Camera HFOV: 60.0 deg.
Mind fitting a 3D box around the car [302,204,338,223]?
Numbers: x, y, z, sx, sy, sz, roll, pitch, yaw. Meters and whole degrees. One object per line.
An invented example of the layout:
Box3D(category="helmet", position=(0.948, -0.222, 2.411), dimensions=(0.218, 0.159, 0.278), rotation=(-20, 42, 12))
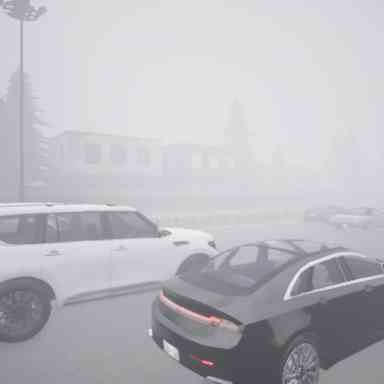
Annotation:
Box3D(category="car", position=(9.761, 1.507, 23.612), dimensions=(4.181, 1.385, 1.994), rotation=(0, 0, -36))

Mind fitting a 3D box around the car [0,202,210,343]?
Box3D(category="car", position=(-1.927, 1.215, 6.673), dimensions=(5.566, 2.045, 2.150), rotation=(0, 0, -36))

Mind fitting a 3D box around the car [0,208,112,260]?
Box3D(category="car", position=(-5.781, 1.471, 12.522), dimensions=(5.008, 1.535, 1.882), rotation=(0, 0, -36))

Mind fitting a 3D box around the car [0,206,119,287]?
Box3D(category="car", position=(-4.562, 1.348, 9.091), dimensions=(4.553, 1.767, 2.097), rotation=(0, 0, -36))

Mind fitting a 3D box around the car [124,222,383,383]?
Box3D(category="car", position=(1.748, 1.480, 4.993), dimensions=(4.902, 1.511, 2.128), rotation=(0, 0, -36))

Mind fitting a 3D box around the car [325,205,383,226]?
Box3D(category="car", position=(10.251, 1.549, 19.662), dimensions=(4.718, 1.301, 1.895), rotation=(0, 0, -36))
